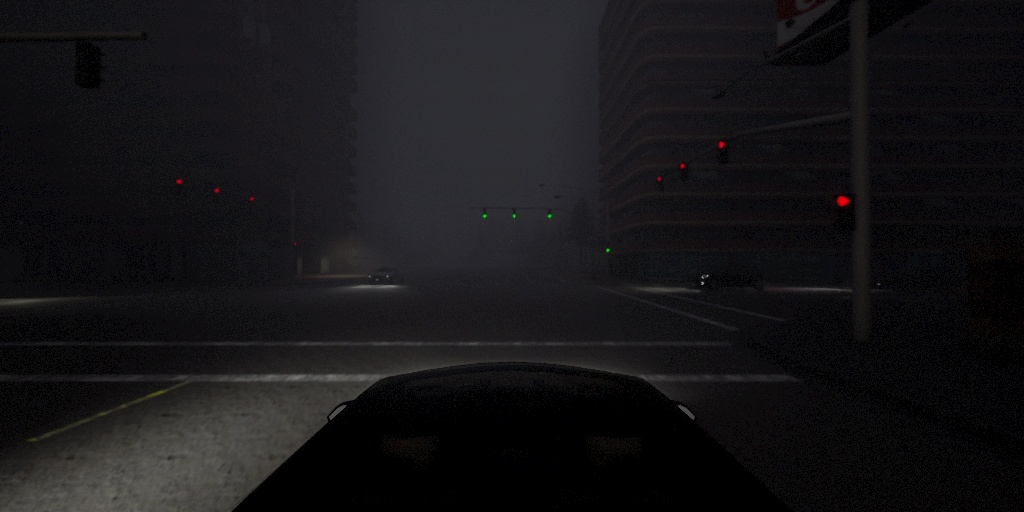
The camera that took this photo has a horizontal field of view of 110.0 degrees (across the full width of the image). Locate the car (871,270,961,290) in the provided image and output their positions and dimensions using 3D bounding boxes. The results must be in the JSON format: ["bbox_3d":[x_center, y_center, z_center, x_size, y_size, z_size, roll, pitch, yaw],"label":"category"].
[{"bbox_3d":[27.257,1.611,24.511,4.718,1.301,1.895,0,-1,0],"label":"car"}]

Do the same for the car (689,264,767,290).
[{"bbox_3d":[14.591,1.361,24.446,4.553,1.767,2.097,0,-1,0],"label":"car"}]

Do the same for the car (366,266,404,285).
[{"bbox_3d":[-10.486,1.601,30.199,1.812,1.442,4.674,0,-1,0],"label":"car"}]
